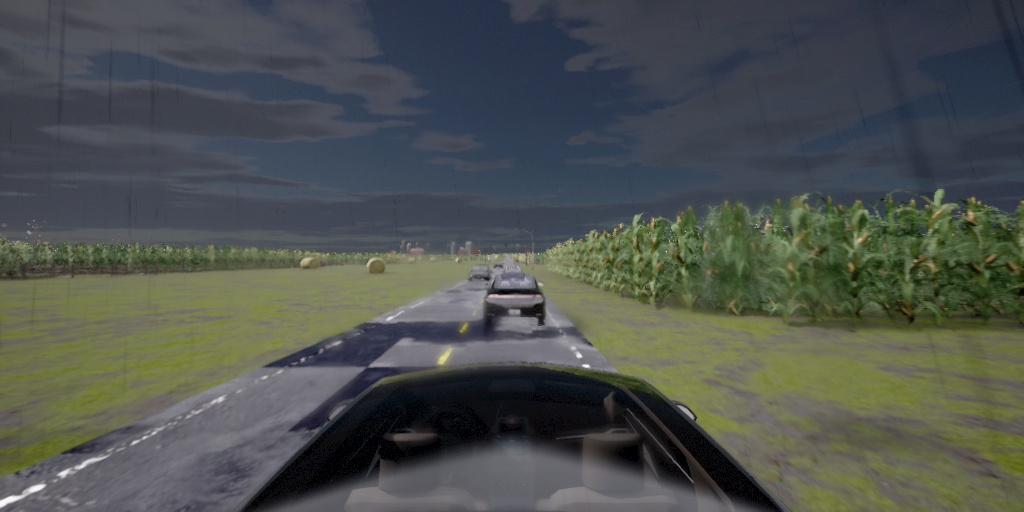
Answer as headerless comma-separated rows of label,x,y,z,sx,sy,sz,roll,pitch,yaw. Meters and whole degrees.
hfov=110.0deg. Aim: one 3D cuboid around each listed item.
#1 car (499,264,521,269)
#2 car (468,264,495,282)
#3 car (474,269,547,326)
car,0.095,1.640,31.302,1.895,1.301,4.718,0,0,0
car,-2.850,1.557,32.758,1.837,1.490,4.892,0,-1,0
car,0.091,1.351,12.225,2.128,1.511,4.902,0,-1,0
